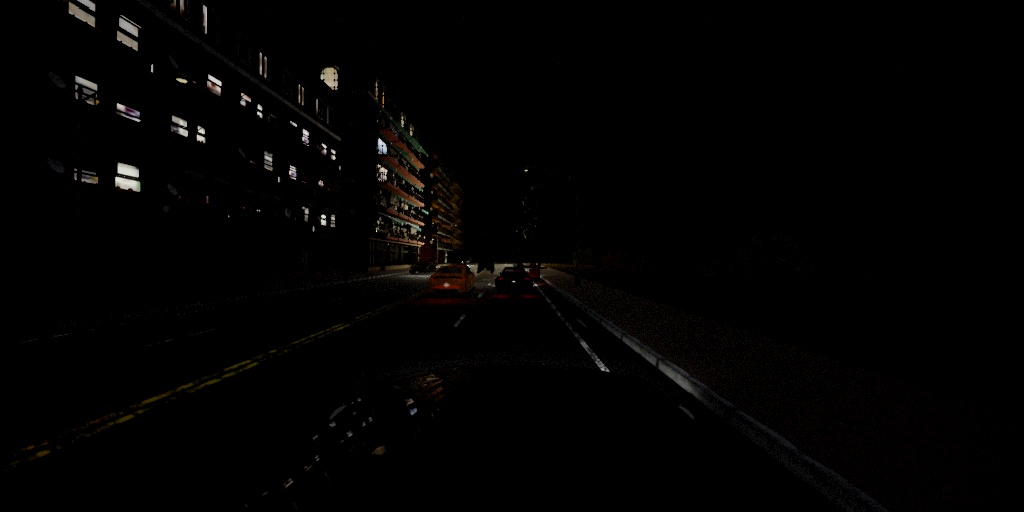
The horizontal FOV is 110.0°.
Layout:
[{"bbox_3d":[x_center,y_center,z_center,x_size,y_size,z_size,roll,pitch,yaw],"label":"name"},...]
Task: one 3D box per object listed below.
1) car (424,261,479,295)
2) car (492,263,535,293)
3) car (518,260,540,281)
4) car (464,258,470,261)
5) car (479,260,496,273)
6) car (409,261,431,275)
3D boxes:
[{"bbox_3d":[-3.132,1.230,19.630,1.882,1.535,5.008,0,0,0],"label":"car"},{"bbox_3d":[0.113,1.317,20.867,1.994,1.385,4.181,0,0,1],"label":"car"},{"bbox_3d":[1.167,1.105,29.802,2.097,1.767,4.553,0,0,0],"label":"car"},{"bbox_3d":[-6.556,1.317,42.954,1.994,1.385,4.181,0,0,0],"label":"car"},{"bbox_3d":[-3.105,1.256,43.584,1.837,1.490,4.892,0,-1,0],"label":"car"},{"bbox_3d":[-9.812,1.301,39.752,2.033,1.411,5.357,0,0,0],"label":"car"}]
